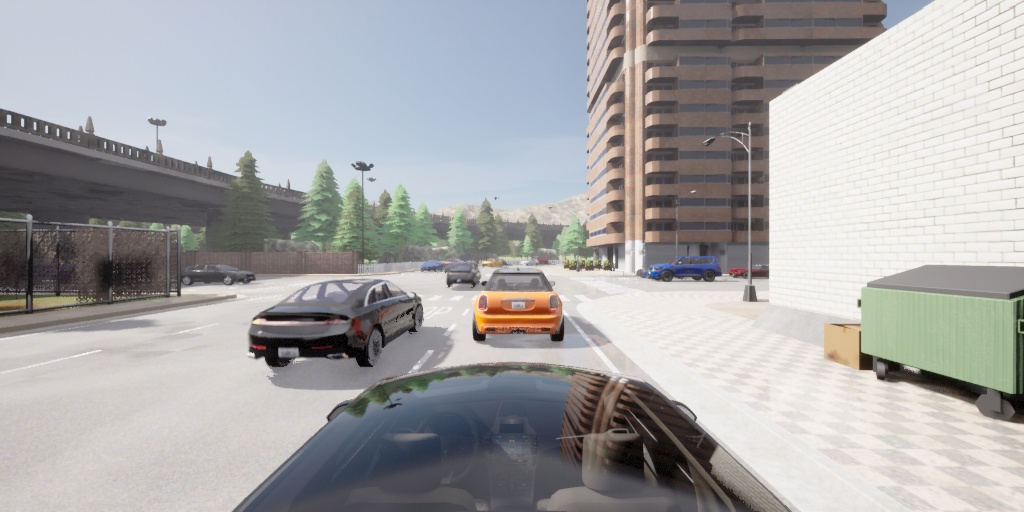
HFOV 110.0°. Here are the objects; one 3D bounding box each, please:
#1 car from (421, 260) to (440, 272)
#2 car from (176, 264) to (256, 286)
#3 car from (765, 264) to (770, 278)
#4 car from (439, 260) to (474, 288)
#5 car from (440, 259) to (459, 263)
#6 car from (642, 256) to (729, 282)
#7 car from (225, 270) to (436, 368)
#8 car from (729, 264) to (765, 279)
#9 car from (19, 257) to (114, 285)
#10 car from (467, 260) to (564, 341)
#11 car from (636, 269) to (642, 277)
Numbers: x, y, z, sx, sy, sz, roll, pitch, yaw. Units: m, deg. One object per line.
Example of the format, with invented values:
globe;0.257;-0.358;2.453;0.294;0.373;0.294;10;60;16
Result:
car;-9.937;1.228;44.844;1.882;1.535;5.008;0;0;3
car;-21.193;1.310;25.788;4.892;1.490;1.837;0;0;1
car;23.606;1.331;28.936;4.674;1.442;1.812;0;0;1
car;-3.175;1.278;24.169;2.128;1.511;4.902;0;0;1
car;-6.587;1.314;41.659;1.994;1.385;4.181;0;0;2
car;13.926;1.028;29.065;5.566;2.045;2.150;0;0;1
car;-3.342;1.241;7.827;2.128;1.511;4.902;0;0;1
car;22.288;1.406;32.462;4.718;1.301;1.895;0;0;1
car;-31.879;1.026;25.915;5.566;2.045;2.150;0;0;1
car;0.167;1.102;10.004;2.097;1.767;4.553;0;0;1
car;13.529;1.369;32.586;4.181;1.385;1.994;0;0;-1
